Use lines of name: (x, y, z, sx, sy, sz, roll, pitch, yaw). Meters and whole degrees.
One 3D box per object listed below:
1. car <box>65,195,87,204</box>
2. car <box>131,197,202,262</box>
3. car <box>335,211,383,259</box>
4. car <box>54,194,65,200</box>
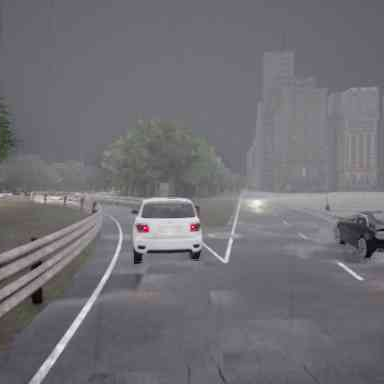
car: (-18.028, 1.237, 52.455, 1.895, 1.301, 4.718, 0, 1, -37)
car: (-1.044, 1.211, 12.296, 2.150, 2.045, 5.566, 0, 0, -8)
car: (6.734, 1.445, 12.244, 2.128, 1.511, 4.902, 0, 0, 9)
car: (-23.936, 1.034, 60.787, 2.033, 1.411, 5.357, 0, 1, -30)
